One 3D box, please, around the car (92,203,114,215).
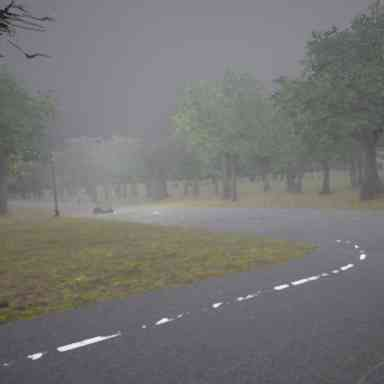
[{"bbox_3d":[-13.022,2.455,48.448,1.837,1.490,4.892,-6,2,-36],"label":"car"}]
